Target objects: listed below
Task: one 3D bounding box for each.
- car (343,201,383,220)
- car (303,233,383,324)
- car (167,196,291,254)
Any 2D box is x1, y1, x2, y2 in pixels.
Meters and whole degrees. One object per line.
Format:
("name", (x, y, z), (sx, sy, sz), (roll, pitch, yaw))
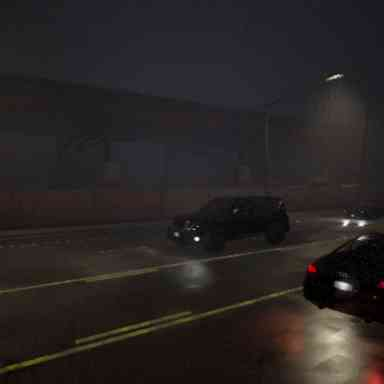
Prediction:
("car", (14.561, 1.417, 27.173), (5.357, 1.411, 2.033), (-1, 0, -35))
("car", (4.155, 1.533, 6.706), (4.181, 1.385, 1.994), (0, 0, -35))
("car", (1.699, 1.182, 13.772), (5.566, 2.045, 2.150), (0, 0, -35))
